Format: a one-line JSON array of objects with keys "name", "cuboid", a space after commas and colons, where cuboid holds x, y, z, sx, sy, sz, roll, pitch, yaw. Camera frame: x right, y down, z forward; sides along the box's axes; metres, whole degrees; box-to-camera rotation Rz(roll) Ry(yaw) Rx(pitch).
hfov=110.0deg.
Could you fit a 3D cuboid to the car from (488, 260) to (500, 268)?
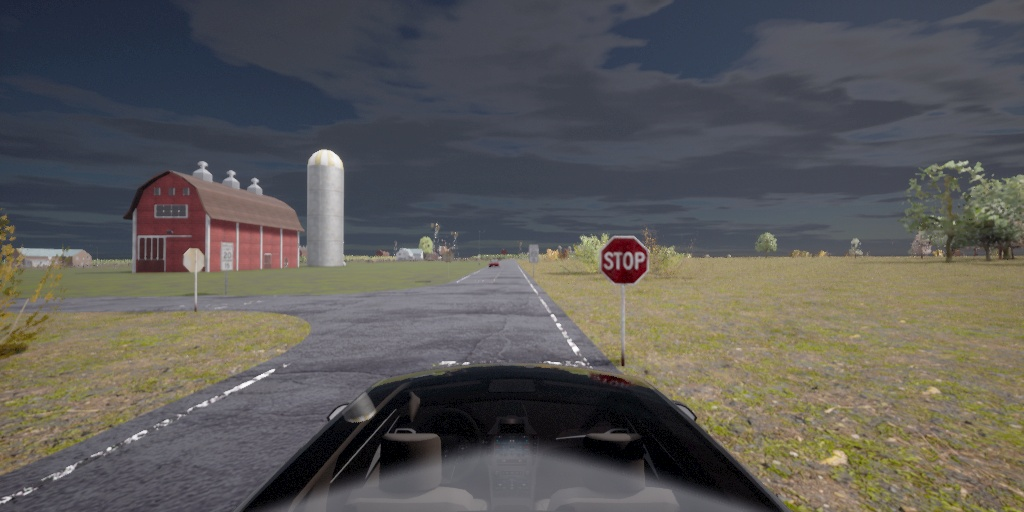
[{"name": "car", "cuboid": [-2.906, 1.334, 58.965, 1.895, 1.301, 4.718, 0, 0, 0]}]
